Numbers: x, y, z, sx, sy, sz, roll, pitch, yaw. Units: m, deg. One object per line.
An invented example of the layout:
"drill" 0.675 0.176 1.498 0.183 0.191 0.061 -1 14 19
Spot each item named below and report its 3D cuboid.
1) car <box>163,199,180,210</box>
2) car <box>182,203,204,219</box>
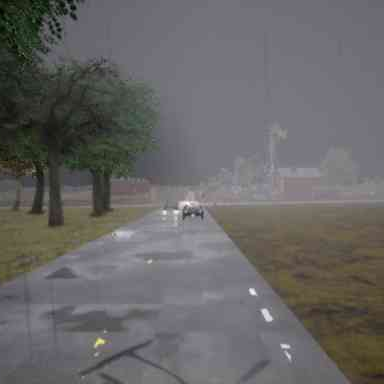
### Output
"car" -2.751 1.696 45.048 1.837 1.490 4.892 0 -1 0
"car" 0.102 1.702 30.521 1.895 1.301 4.718 0 0 0
